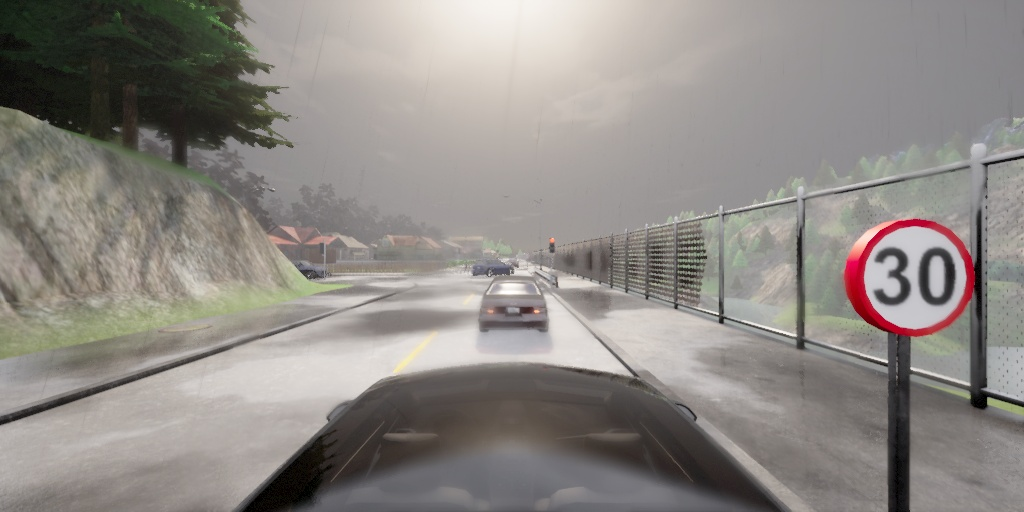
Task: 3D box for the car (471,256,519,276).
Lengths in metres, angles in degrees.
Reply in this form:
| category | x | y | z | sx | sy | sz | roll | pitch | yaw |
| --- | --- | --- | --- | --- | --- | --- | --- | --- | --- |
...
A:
| category | x | y | z | sx | sy | sz | roll | pitch | yaw |
| --- | --- | --- | --- | --- | --- | --- | --- | --- | --- |
| car | -1.818 | 1.099 | 35.090 | 2.097 | 1.767 | 4.553 | 0 | 0 | 38 |

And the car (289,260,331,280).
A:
| category | x | y | z | sx | sy | sz | roll | pitch | yaw |
| --- | --- | --- | --- | --- | --- | --- | --- | --- | --- |
| car | -17.831 | 1.100 | 30.292 | 4.553 | 1.767 | 2.097 | 0 | 0 | 0 |

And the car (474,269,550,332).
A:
| category | x | y | z | sx | sy | sz | roll | pitch | yaw |
| --- | --- | --- | --- | --- | --- | --- | --- | --- | --- |
| car | 0.058 | 1.297 | 10.757 | 2.033 | 1.411 | 5.357 | 0 | 0 | 0 |
